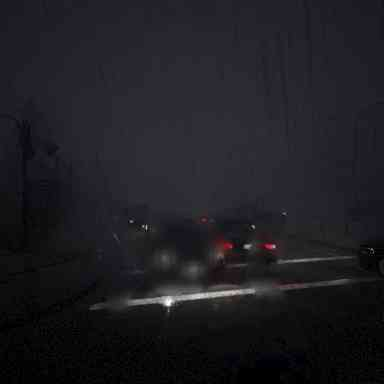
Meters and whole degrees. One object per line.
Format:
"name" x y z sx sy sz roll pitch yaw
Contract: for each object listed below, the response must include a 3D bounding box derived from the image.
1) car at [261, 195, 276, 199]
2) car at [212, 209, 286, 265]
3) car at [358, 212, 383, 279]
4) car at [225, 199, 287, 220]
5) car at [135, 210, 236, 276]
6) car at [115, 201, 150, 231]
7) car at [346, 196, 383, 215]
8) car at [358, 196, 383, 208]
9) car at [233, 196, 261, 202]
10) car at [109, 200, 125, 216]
"car" 10.231 1.277 47.183 2.152 1.636 5.027 0 0 -17
"car" 1.441 1.542 11.618 2.033 1.411 5.357 1 0 -3
"car" 6.786 1.475 8.007 5.008 1.535 1.882 0 0 36
"car" 3.050 1.467 18.927 5.357 1.411 2.033 -4 2 -37
"car" -0.544 1.543 10.761 2.033 1.411 5.357 -1 0 -13
"car" -3.456 1.528 20.993 2.033 1.411 5.357 0 0 -17
"car" 15.535 1.355 29.286 1.970 1.475 3.806 0 0 -17
"car" 23.800 1.273 43.299 1.845 1.501 3.633 0 0 -17
"car" 7.246 1.287 46.218 2.007 1.523 4.514 0 0 -17
"car" -6.963 1.513 32.141 2.033 1.411 5.357 0 0 -17
